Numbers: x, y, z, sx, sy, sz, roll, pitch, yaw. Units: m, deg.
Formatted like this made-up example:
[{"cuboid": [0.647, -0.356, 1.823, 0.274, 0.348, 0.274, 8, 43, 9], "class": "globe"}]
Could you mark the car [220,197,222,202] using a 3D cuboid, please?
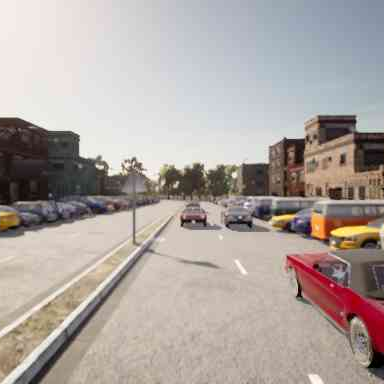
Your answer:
[{"cuboid": [7.650, 1.982, 56.223, 4.892, 1.521, 2.231, 0, -1, 0], "class": "car"}]

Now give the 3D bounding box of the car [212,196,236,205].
[{"cuboid": [7.691, 2.081, 81.040, 5.566, 2.045, 2.435, 0, -1, 0], "class": "car"}]

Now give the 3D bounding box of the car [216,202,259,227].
[{"cuboid": [3.107, 1.719, 23.948, 2.033, 1.411, 5.357, 0, 0, 0], "class": "car"}]

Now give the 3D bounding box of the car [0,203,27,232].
[{"cuboid": [-12.565, 1.587, 18.965, 5.008, 1.535, 2.097, 0, 0, 0], "class": "car"}]

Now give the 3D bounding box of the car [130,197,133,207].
[{"cuboid": [-12.529, 1.994, 54.962, 4.674, 1.452, 2.002, 0, -1, 0], "class": "car"}]

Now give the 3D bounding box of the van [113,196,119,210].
[{"cuboid": [-12.426, 1.596, 43.975, 4.442, 1.987, 1.878, 0, -1, 0], "class": "van"}]

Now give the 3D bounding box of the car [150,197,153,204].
[{"cuboid": [-12.537, 2.027, 77.322, 5.566, 2.045, 2.435, 0, -1, 0], "class": "car"}]

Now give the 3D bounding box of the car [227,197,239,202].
[{"cuboid": [7.838, 1.849, 45.195, 5.366, 1.575, 1.946, 0, -1, 0], "class": "car"}]

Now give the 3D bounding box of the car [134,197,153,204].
[{"cuboid": [-12.530, 2.284, 85.656, 4.553, 1.767, 2.185, 0, -1, 0], "class": "car"}]

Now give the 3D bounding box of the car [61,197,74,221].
[{"cuboid": [-12.529, 1.530, 27.301, 4.553, 1.767, 2.185, 0, -1, 0], "class": "car"}]

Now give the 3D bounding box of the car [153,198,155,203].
[{"cuboid": [-12.496, 2.364, 82.750, 5.008, 1.535, 2.097, 0, -1, 0], "class": "car"}]

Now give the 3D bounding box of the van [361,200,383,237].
[{"cuboid": [7.527, 1.321, 9.355, 4.442, 1.987, 1.878, 0, 0, 0], "class": "van"}]

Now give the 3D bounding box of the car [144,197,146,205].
[{"cuboid": [-12.513, 2.189, 68.916, 4.674, 1.452, 2.002, 0, -1, 0], "class": "car"}]

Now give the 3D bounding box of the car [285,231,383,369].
[{"cuboid": [3.095, 1.643, 5.727, 1.895, 1.301, 4.718, 0, 0, 0], "class": "car"}]

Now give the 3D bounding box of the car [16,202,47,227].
[{"cuboid": [-12.572, 1.610, 21.742, 4.892, 1.521, 2.231, 0, 0, 0], "class": "car"}]

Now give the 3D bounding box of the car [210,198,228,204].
[{"cuboid": [7.672, 2.524, 94.824, 5.008, 1.535, 2.097, 0, -1, 0], "class": "car"}]

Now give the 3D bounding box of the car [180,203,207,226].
[{"cuboid": [0.107, 1.781, 24.994, 1.895, 1.301, 4.718, 0, 0, 0], "class": "car"}]

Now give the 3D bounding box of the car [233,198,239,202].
[{"cuboid": [7.681, 1.823, 39.681, 4.792, 1.488, 2.163, 0, -1, 0], "class": "car"}]

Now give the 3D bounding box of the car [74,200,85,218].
[{"cuboid": [-12.555, 1.720, 30.079, 4.674, 1.452, 2.002, 0, -1, 0], "class": "car"}]

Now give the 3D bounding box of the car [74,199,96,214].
[{"cuboid": [-12.549, 1.707, 32.858, 4.892, 1.521, 2.231, 0, -1, 0], "class": "car"}]

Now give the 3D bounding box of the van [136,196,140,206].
[{"cuboid": [-12.409, 1.804, 60.647, 4.442, 1.987, 1.878, 0, -1, 0], "class": "van"}]

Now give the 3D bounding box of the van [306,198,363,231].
[{"cuboid": [7.761, 1.359, 14.870, 4.442, 1.987, 1.878, 0, 0, 0], "class": "van"}]

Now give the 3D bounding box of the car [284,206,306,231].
[{"cuboid": [7.643, 1.644, 17.625, 4.674, 1.452, 2.002, 0, 0, 0], "class": "car"}]

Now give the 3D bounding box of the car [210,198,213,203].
[{"cuboid": [7.477, 2.288, 78.279, 5.366, 1.575, 1.946, 0, -1, 0], "class": "car"}]

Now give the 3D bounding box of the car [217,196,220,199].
[{"cuboid": [7.627, 1.964, 64.495, 4.553, 1.767, 2.185, 0, -1, 0], "class": "car"}]

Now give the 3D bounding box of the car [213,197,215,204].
[{"cuboid": [7.666, 2.208, 72.764, 5.008, 1.535, 2.097, 0, -1, 0], "class": "car"}]

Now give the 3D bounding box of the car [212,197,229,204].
[{"cuboid": [7.634, 2.328, 89.312, 4.553, 1.767, 2.185, 0, -1, 0], "class": "car"}]

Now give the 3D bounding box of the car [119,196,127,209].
[{"cuboid": [-12.512, 1.602, 46.753, 5.566, 2.045, 2.435, 0, -1, 0], "class": "car"}]

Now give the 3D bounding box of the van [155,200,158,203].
[{"cuboid": [-12.376, 2.264, 91.093, 4.442, 1.987, 1.878, 0, -1, 0], "class": "van"}]

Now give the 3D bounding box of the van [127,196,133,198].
[{"cuboid": [-12.645, 1.767, 57.870, 4.442, 1.987, 1.878, 0, -1, 0], "class": "van"}]

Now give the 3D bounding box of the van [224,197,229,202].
[{"cuboid": [7.537, 1.687, 50.589, 4.442, 1.987, 1.878, 0, -1, 0], "class": "van"}]

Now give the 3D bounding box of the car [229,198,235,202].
[{"cuboid": [7.646, 1.823, 42.440, 4.892, 1.521, 2.231, 0, -1, 0], "class": "car"}]

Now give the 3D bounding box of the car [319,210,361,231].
[{"cuboid": [7.649, 1.566, 12.111, 5.008, 1.535, 2.097, 0, 0, 0], "class": "car"}]

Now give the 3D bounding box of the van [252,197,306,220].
[{"cuboid": [7.765, 1.465, 28.656, 4.442, 1.987, 1.878, 0, 0, 0], "class": "van"}]

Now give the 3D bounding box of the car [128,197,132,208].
[{"cuboid": [-12.504, 1.950, 52.308, 4.792, 1.488, 2.163, 0, -1, 0], "class": "car"}]

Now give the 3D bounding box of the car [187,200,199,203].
[{"cuboid": [0.113, 1.837, 41.593, 1.837, 1.490, 4.892, 0, -1, 0], "class": "car"}]

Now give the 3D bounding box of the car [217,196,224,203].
[{"cuboid": [7.651, 2.054, 61.737, 4.892, 1.521, 2.231, 0, -1, 0], "class": "car"}]

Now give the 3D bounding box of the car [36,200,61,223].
[{"cuboid": [-12.532, 1.505, 24.520, 4.553, 1.767, 2.185, 0, 0, 0], "class": "car"}]

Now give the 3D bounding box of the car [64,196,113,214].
[{"cuboid": [-12.520, 1.510, 38.418, 5.566, 2.045, 2.435, 0, -1, 0], "class": "car"}]

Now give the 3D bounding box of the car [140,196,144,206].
[{"cuboid": [-12.550, 1.818, 63.427, 5.566, 2.045, 2.435, 0, -1, 0], "class": "car"}]

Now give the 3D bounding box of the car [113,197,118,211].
[{"cuboid": [-12.360, 1.788, 41.193, 5.366, 1.575, 1.946, 0, -1, 0], "class": "car"}]

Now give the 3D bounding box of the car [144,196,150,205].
[{"cuboid": [-12.485, 1.939, 71.638, 5.566, 2.045, 2.435, 0, -1, 0], "class": "car"}]

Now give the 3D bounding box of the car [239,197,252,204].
[{"cuboid": [7.677, 1.463, 31.414, 5.566, 2.045, 2.435, 0, -1, 0], "class": "car"}]

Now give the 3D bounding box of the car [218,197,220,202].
[{"cuboid": [7.650, 2.017, 58.980, 4.892, 1.521, 2.231, 0, -1, 0], "class": "car"}]

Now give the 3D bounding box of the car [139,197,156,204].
[{"cuboid": [-12.521, 2.399, 93.999, 4.553, 1.767, 2.185, 0, -1, 0], "class": "car"}]

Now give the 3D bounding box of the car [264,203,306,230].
[{"cuboid": [7.461, 1.622, 20.383, 5.366, 1.575, 1.946, 0, 0, 0], "class": "car"}]

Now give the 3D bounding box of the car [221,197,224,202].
[{"cuboid": [7.649, 1.948, 53.467, 4.892, 1.521, 2.231, 0, -1, 0], "class": "car"}]
